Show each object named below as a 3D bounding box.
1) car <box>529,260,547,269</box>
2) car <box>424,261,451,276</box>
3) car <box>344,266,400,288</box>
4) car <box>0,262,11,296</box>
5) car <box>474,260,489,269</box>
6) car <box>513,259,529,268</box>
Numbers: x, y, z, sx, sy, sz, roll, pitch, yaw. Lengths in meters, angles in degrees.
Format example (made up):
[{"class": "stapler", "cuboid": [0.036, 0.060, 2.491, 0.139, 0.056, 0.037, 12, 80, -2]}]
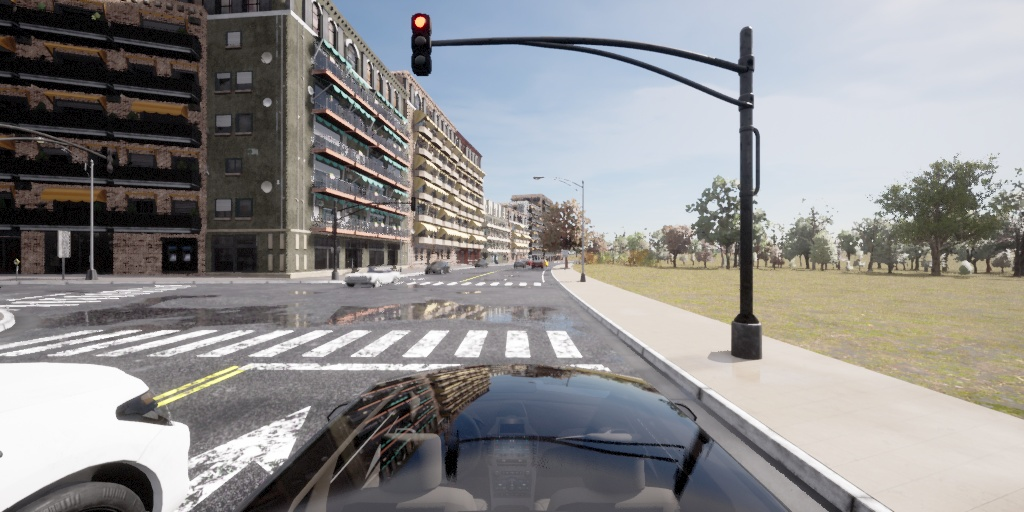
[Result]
[{"class": "car", "cuboid": [4.469, 1.400, 61.203, 1.882, 1.535, 5.008, 0, -1, 8]}, {"class": "car", "cuboid": [-8.093, 1.331, 39.419, 1.837, 1.490, 4.892, 0, 0, 5]}, {"class": "car", "cuboid": [-9.198, 1.378, 23.926, 1.895, 1.301, 4.718, 0, 0, 3]}, {"class": "car", "cuboid": [-23.799, 0.914, 13.606, 5.357, 1.411, 2.033, 1, 0, -19]}, {"class": "car", "cuboid": [-5.334, 1.431, 62.732, 1.837, 1.490, 4.892, 0, -1, 9]}, {"class": "car", "cuboid": [1.431, 1.426, 63.841, 2.128, 1.511, 4.902, 0, 0, 9]}]
